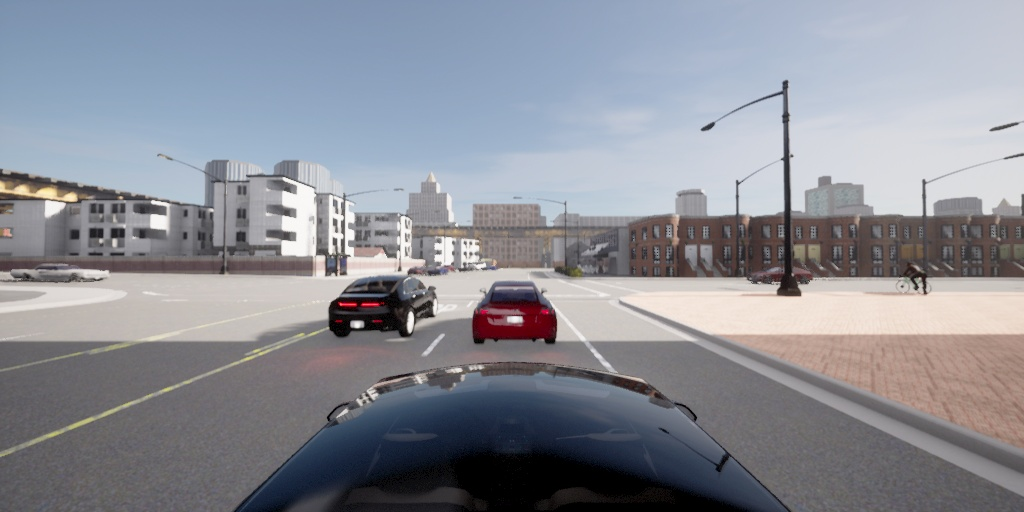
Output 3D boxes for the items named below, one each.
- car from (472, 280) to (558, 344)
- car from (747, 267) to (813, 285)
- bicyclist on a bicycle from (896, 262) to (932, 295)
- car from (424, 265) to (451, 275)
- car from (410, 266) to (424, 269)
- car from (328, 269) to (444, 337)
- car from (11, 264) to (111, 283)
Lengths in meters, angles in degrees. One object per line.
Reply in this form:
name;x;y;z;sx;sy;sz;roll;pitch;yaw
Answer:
car;0.050;1.349;9.719;1.994;1.385;4.181;0;0;0
car;21.729;1.576;29.125;4.674;1.442;1.812;0;-1;1
bicyclist on a bicycle;20.339;1.133;18.191;0.582;1.620;1.656;0;-1;1
car;-10.093;2.053;48.837;1.895;1.301;4.718;0;-1;3
car;-13.490;2.061;51.114;1.994;1.385;4.181;0;-1;3
car;-3.454;1.295;10.425;1.837;1.490;4.892;0;0;0
car;-32.509;1.245;25.989;4.718;1.301;1.895;2;-1;-7
